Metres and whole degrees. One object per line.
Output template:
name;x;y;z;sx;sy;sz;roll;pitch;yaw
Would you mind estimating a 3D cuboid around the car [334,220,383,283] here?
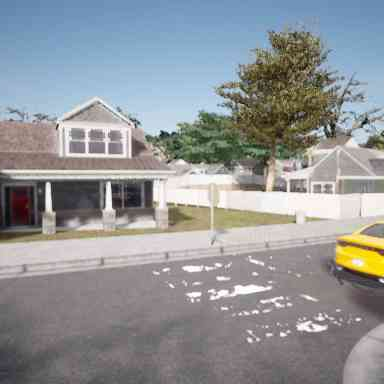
car;6.082;1.484;8.983;5.008;1.535;1.882;-1;3;-28
